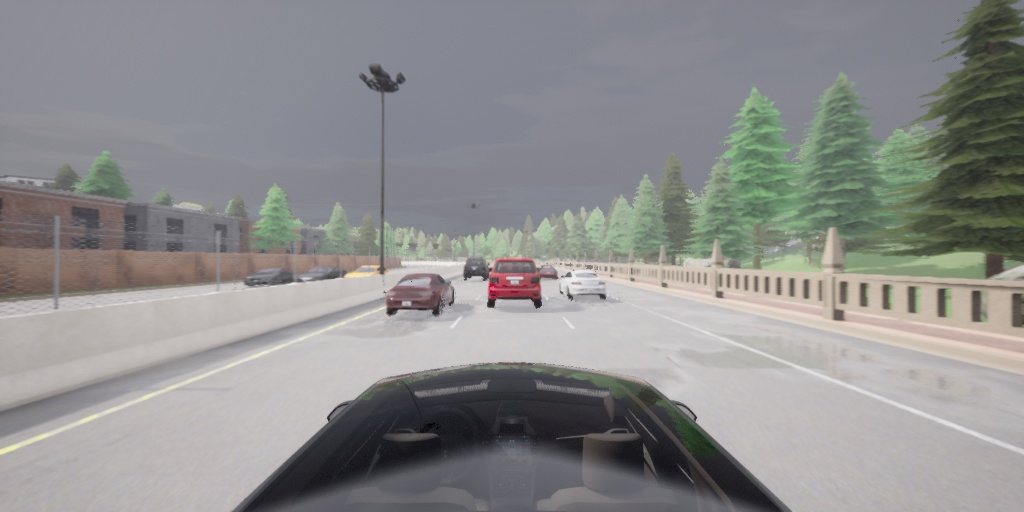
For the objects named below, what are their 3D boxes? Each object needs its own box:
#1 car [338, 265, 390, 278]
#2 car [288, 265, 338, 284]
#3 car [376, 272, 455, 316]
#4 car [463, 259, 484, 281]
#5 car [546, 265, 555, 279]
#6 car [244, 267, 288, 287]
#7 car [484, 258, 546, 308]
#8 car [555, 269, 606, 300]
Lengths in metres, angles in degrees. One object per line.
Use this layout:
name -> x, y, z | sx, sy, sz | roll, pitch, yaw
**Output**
car -> -10.586, 1.455, 26.629 | 1.882, 1.535, 5.008 | 0, 0, 0
car -> -14.085, 1.473, 27.035 | 2.128, 1.511, 4.902 | 0, -1, 0
car -> -3.394, 1.386, 13.861 | 1.812, 1.442, 4.674 | 0, 0, 0
car -> -3.388, 1.276, 34.935 | 2.150, 2.045, 5.566 | 0, 0, 0
car -> 3.614, 1.641, 37.604 | 1.994, 1.385, 4.181 | 0, 0, 0
car -> -17.584, 1.542, 26.589 | 1.994, 1.385, 4.181 | 0, -1, 0
car -> 0.106, 1.106, 16.274 | 2.150, 2.045, 5.566 | 0, 0, 0
car -> 3.608, 1.431, 18.790 | 1.812, 1.442, 4.674 | 0, 0, 0
